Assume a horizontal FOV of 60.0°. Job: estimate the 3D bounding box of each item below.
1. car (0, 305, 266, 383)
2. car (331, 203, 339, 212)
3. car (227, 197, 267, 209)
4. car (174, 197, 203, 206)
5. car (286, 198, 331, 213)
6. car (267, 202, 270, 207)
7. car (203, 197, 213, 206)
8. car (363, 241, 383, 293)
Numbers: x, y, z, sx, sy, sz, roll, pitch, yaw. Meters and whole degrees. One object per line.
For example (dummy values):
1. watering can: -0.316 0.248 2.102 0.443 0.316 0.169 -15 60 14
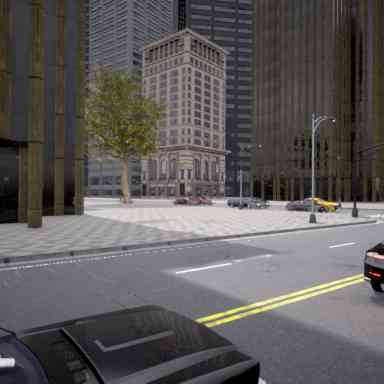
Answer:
1. car: -1.673 1.601 2.248 4.718 1.301 1.895 0 0 -36
2. car: 14.448 1.463 38.588 1.882 1.535 5.008 1 0 -38
3. car: 6.711 1.445 43.004 2.128 1.511 4.902 1 0 -40
4. car: -0.867 1.476 51.883 1.812 1.442 4.674 1 -1 -42
5. car: 12.296 1.517 36.054 1.994 1.385 4.181 1 0 -39
6. car: 8.471 1.477 45.963 2.128 1.511 4.902 1 0 -40
7. car: 1.365 1.508 54.256 1.812 1.442 4.674 1 0 -41
8. car: 5.852 1.492 7.604 4.902 1.511 2.128 0 0 -35
